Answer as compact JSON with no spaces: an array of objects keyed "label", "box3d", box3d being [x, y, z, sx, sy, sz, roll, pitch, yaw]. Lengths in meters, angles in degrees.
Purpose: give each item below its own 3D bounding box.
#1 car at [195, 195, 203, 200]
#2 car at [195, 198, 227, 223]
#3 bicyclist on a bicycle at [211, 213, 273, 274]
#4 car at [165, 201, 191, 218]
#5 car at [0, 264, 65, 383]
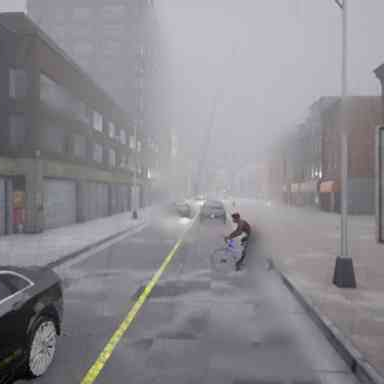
[{"label":"car","box3d":[1.683,1.430,72.739,2.033,1.411,5.357,0,0,4]},{"label":"car","box3d":[1.564,1.433,25.019,2.128,1.511,4.902,0,0,4]},{"label":"bicyclist on a bicycle","box3d":[1.324,1.382,8.860,1.656,1.620,0.582,0,0,4]},{"label":"car","box3d":[-1.121,1.495,28.992,1.994,1.385,4.181,0,0,4]},{"label":"car","box3d":[-2.786,1.483,2.703,2.128,1.511,4.902,0,0,4]}]
